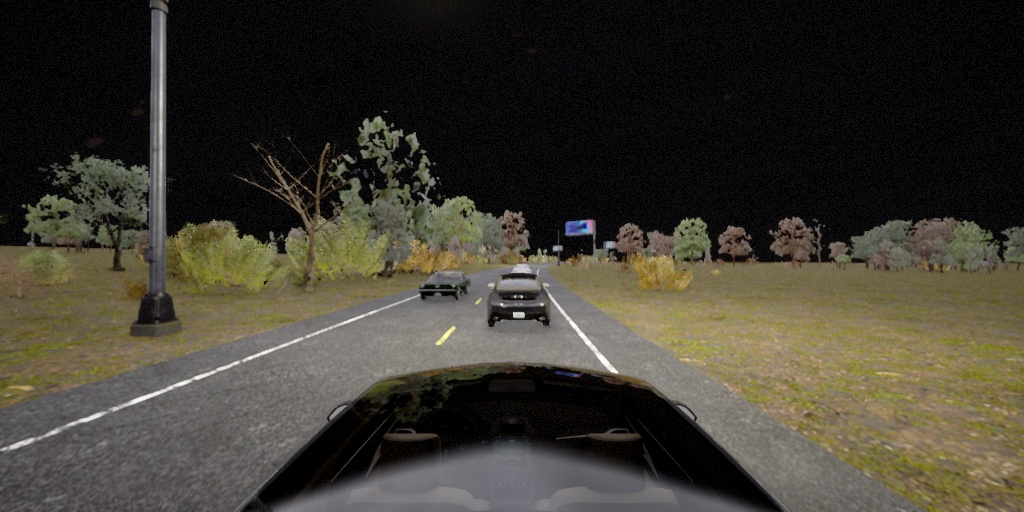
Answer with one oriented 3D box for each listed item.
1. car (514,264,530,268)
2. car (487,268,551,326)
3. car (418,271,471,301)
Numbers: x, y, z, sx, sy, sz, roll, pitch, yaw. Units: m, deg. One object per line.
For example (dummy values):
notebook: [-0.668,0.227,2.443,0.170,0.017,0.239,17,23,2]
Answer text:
car: [0.918,1.492,33.061,1.812,1.442,4.674,0,0,3]
car: [0.224,1.325,12.031,1.837,1.490,4.892,0,0,1]
car: [-3.331,1.464,18.520,1.895,1.301,4.718,0,0,2]
